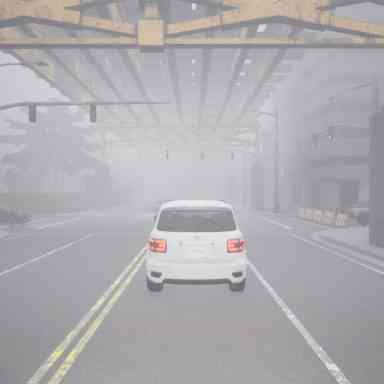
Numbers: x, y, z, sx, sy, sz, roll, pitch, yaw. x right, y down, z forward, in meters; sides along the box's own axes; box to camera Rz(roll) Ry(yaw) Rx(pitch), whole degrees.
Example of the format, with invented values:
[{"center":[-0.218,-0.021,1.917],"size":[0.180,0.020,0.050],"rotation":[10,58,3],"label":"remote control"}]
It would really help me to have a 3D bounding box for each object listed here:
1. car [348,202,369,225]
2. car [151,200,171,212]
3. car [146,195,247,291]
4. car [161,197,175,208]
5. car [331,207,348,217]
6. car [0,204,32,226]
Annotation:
[{"center":[13.279,1.453,22.155],"size":[4.974,1.542,2.038],"rotation":[0,0,-20],"label":"car"},{"center":[-3.567,1.601,39.116],"size":[1.895,1.301,4.718],"rotation":[0,0,0],"label":"car"},{"center":[0.086,1.221,9.111],"size":[2.150,2.045,5.566],"rotation":[0,0,0],"label":"car"},{"center":[-3.547,1.525,49.983],"size":[1.812,1.442,4.674],"rotation":[0,0,0],"label":"car"},{"center":[13.656,1.295,26.292],"size":[4.536,1.218,1.853],"rotation":[0,0,25],"label":"car"},{"center":[-13.482,1.526,22.808],"size":[4.674,1.442,1.812],"rotation":[0,0,-2],"label":"car"}]
